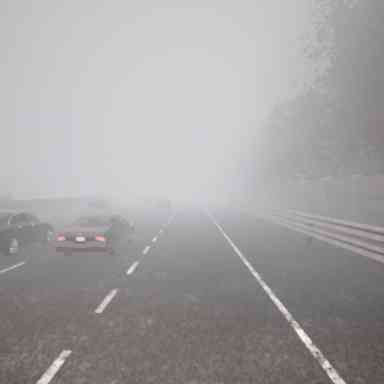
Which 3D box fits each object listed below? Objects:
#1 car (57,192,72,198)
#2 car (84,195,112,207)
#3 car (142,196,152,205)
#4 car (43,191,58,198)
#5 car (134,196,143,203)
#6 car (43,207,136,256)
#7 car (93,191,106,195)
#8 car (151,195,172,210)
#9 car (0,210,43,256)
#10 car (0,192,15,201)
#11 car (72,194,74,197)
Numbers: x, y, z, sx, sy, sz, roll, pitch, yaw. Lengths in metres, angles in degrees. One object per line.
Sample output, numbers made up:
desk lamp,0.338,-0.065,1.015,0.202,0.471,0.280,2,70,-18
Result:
car,-28.048,1.076,75.237,1.837,1.490,4.892,0,0,0
car,-10.523,1.427,37.914,1.837,1.490,4.892,0,0,0
car,-7.034,1.515,58.273,1.994,1.385,4.181,0,0,0
car,-31.546,0.773,75.204,2.150,2.045,5.566,0,0,0
car,-10.545,1.468,68.199,2.033,1.411,5.357,0,0,0
car,-3.496,1.521,12.927,2.033,1.411,5.357,0,0,0
car,-21.046,0.855,75.213,2.150,2.045,5.566,0,0,0
car,-3.523,1.468,42.433,2.128,1.511,4.902,0,0,0
car,-7.002,1.453,12.774,1.837,1.490,4.892,0,0,0
car,-21.026,1.065,35.276,2.150,2.045,5.566,0,0,0
car,-24.548,1.143,75.240,2.033,1.411,5.357,0,0,0
